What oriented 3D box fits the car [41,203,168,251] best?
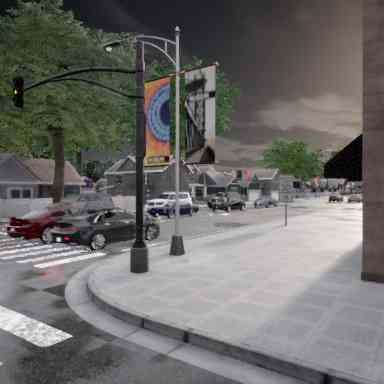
[{"bbox_3d":[-3.379,1.440,13.922,1.837,1.490,4.892,0,0,36],"label":"car"}]

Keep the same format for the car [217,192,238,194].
[{"bbox_3d":[4.083,1.004,41.412,2.150,2.045,5.566,0,0,35],"label":"car"}]

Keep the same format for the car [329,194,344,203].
[{"bbox_3d":[26.656,1.146,61.485,1.837,1.490,4.892,0,0,36],"label":"car"}]

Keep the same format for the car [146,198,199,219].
[{"bbox_3d":[-1.463,1.462,28.114,1.895,1.301,4.718,0,0,36],"label":"car"}]

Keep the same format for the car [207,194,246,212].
[{"bbox_3d":[3.989,1.287,35.715,1.882,1.535,5.008,0,0,35],"label":"car"}]

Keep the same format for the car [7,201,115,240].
[{"bbox_3d":[-6.003,1.411,15.843,1.882,1.535,5.008,0,0,36],"label":"car"}]

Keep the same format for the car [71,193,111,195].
[{"bbox_3d":[-8.167,1.120,24.373,2.150,2.045,5.566,0,0,34],"label":"car"}]

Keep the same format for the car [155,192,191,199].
[{"bbox_3d":[-2.174,1.063,32.683,2.150,2.045,5.566,0,0,35],"label":"car"}]

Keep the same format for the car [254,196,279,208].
[{"bbox_3d":[9.788,1.248,43.778,2.128,1.511,4.902,0,0,36],"label":"car"}]

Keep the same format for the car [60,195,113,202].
[{"bbox_3d":[-6.690,1.263,20.797,2.097,1.767,4.553,0,0,35],"label":"car"}]

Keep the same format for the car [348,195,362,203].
[{"bbox_3d":[29.294,1.207,59.587,1.994,1.385,4.181,0,0,36],"label":"car"}]
